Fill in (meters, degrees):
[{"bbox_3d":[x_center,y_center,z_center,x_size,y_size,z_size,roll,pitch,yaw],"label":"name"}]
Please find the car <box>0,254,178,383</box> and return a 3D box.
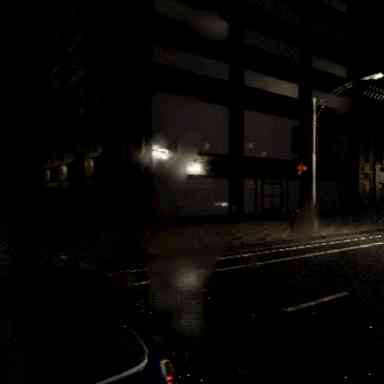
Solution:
[{"bbox_3d":[-2.258,1.337,1.643,4.553,1.767,2.097,0,0,-35],"label":"car"}]
